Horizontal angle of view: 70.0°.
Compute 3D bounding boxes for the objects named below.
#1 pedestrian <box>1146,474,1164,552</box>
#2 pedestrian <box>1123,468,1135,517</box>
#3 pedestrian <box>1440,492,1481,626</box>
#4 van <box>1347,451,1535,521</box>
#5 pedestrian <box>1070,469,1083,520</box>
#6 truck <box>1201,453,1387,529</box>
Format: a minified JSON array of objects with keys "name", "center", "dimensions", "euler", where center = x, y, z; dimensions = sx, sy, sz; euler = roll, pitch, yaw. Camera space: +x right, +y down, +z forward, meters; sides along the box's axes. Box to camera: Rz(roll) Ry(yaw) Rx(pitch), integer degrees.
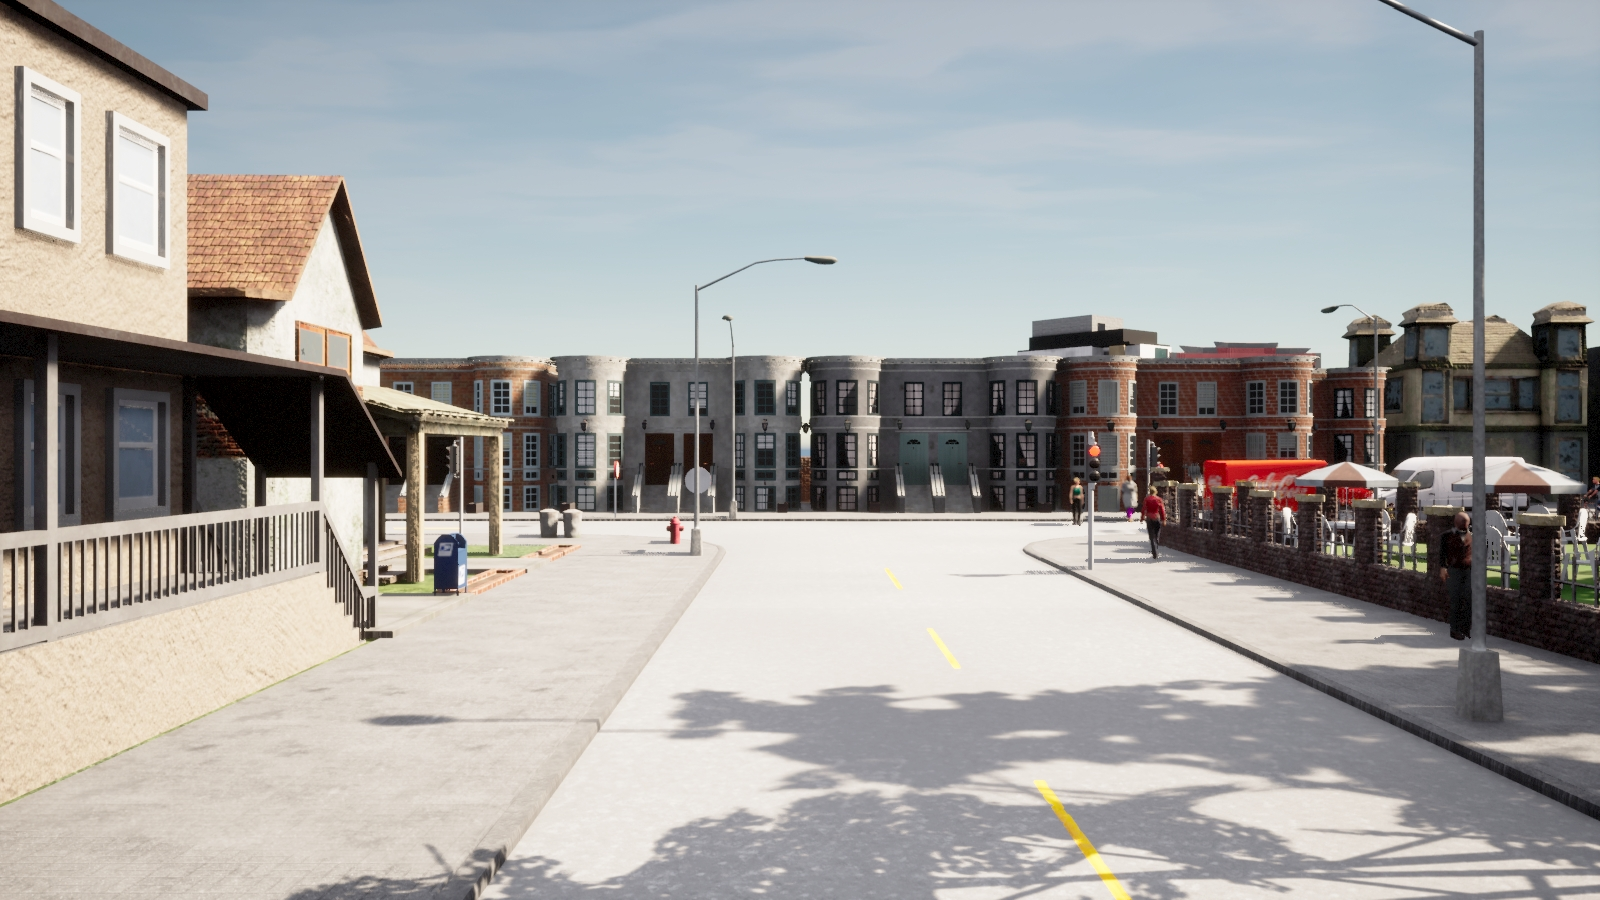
[{"name":"pedestrian","center":[8.541,1.516,27.501],"dimensions":[0.375,1.860,0.375],"euler":[0,0,8]},{"name":"pedestrian","center":[12.696,1.629,44.061],"dimensions":[0.375,1.860,0.375],"euler":[0,0,4]},{"name":"pedestrian","center":[9.291,1.523,16.074],"dimensions":[0.375,1.860,0.375],"euler":[0,0,3]},{"name":"van","center":[23.901,1.314,42.744],"dimensions":[5.915,2.561,1.988],"euler":[0,0,0]},{"name":"pedestrian","center":[10.141,1.629,41.923],"dimensions":[0.375,1.860,0.375],"euler":[0,0,3]},{"name":"truck","center":[16.673,1.348,38.843],"dimensions":[5.204,2.467,2.627],"euler":[0,0,1]}]
